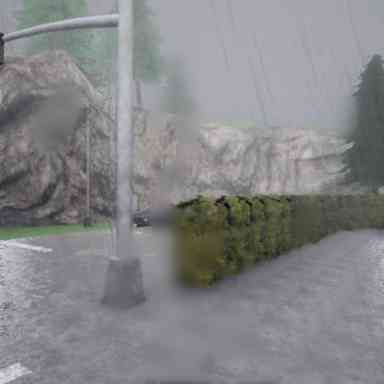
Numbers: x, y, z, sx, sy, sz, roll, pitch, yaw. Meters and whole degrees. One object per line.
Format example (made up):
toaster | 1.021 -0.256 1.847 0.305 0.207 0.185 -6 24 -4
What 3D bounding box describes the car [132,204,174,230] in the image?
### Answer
car | -1.658 1.468 20.950 2.033 1.411 5.357 0 0 36
